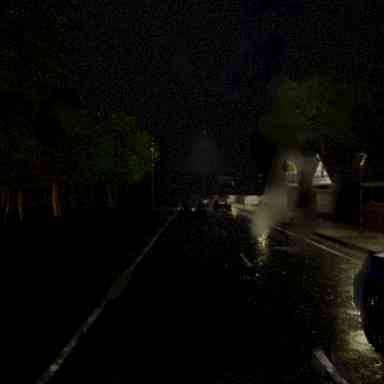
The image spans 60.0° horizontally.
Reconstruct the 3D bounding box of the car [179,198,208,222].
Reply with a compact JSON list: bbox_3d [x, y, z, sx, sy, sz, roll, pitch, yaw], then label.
[{"bbox_3d":[0.088,1.299,25.886,2.097,1.767,4.553,0,0,0],"label":"car"}]

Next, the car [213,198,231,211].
[{"bbox_3d":[3.586,1.479,40.120,2.128,1.511,4.902,0,0,0],"label":"car"}]

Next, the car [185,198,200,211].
[{"bbox_3d":[0.079,1.521,41.831,1.812,1.442,4.674,0,0,0],"label":"car"}]

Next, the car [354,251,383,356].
[{"bbox_3d":[3.598,1.204,2.828,2.150,2.045,5.566,0,0,0],"label":"car"}]
